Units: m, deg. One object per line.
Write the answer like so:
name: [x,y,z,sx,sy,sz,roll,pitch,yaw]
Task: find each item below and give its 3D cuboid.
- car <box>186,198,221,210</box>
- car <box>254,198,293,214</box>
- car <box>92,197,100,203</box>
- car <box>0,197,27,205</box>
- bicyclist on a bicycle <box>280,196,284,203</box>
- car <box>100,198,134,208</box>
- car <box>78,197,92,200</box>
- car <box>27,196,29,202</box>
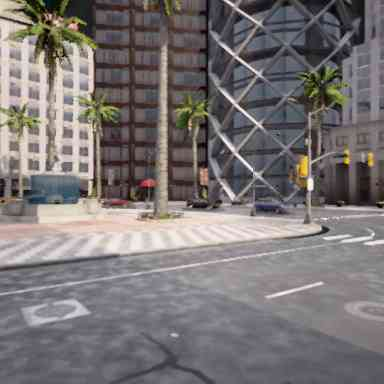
car: [1.549,1.613,45.288,5.008,1.535,1.882,0,0,34]
car: [9.170,1.497,37.684,2.097,1.767,4.553,0,0,-39]
car: [-17.318,1.622,58.465,4.674,1.442,1.812,0,0,2]
car: [-29.968,1.508,53.617,5.008,1.535,1.882,0,0,-15]
bicyclist on a bicycle: [14.516,1.514,53.827,0.582,1.620,1.656,0,0,42]
car: [-11.207,1.625,50.806,4.674,1.442,1.812,0,0,10]
car: [-19.682,1.581,55.038,4.892,1.490,1.837,0,0,-1]
car: [-27.111,1.276,57.842,5.566,2.045,2.150,0,0,-10]
